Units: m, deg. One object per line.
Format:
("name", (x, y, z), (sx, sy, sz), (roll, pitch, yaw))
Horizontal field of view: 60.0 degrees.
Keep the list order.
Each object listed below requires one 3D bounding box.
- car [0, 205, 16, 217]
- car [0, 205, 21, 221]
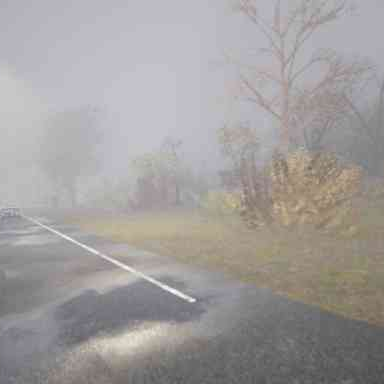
("car", (-25.580, 2.589, 46.062), (1.812, 1.442, 4.674), (-4, 1, -30))
("car", (-19.726, 2.341, 36.212), (2.033, 1.411, 5.357), (-4, 1, -31))
